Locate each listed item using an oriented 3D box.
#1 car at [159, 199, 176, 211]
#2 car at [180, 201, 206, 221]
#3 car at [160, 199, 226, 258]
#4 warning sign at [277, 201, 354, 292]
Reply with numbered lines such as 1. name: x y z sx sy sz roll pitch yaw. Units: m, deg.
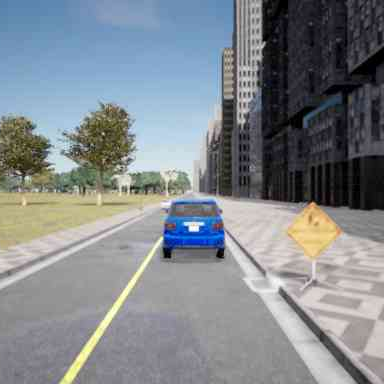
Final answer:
1. car: -3.113 1.681 43.491 1.812 1.442 4.674 0 0 0
2. car: 0.069 1.603 29.331 2.128 1.511 4.902 0 0 0
3. car: 0.075 1.276 13.233 2.150 2.045 5.566 0 0 0
4. warning sign: 2.708 1.150 7.461 1.300 1.860 1.060 0 -1 0
